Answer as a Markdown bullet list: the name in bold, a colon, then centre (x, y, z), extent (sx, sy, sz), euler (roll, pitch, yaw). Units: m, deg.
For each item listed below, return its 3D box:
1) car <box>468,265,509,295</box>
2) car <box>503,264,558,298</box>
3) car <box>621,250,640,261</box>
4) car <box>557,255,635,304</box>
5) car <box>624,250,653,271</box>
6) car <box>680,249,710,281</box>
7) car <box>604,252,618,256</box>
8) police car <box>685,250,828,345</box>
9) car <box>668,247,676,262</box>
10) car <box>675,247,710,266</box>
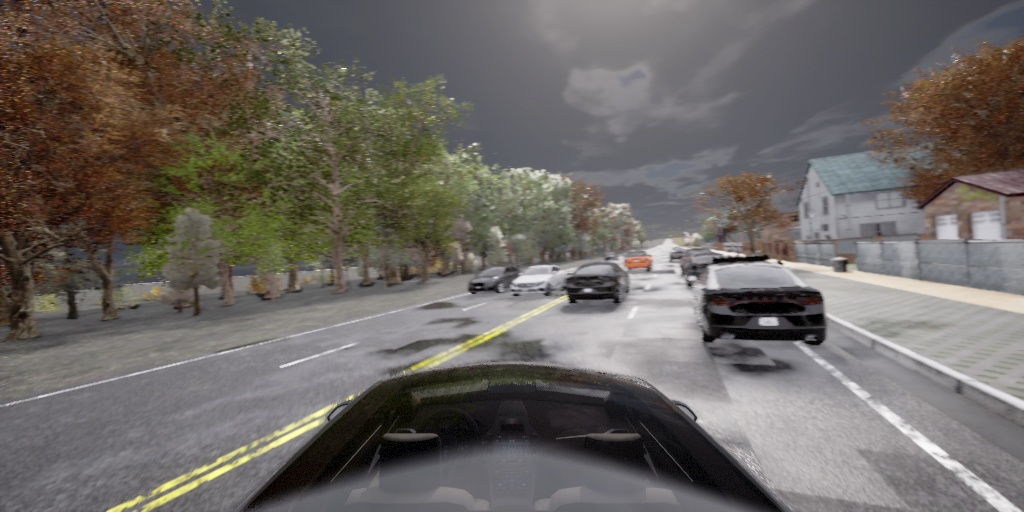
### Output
- **car**: centre (-0.806, 1.331, 21.079), extent (1.837, 1.490, 4.892), euler (-4, 0, 24)
- **car**: centre (1.524, 1.179, 18.359), extent (1.812, 1.442, 4.674), euler (-4, 0, 24)
- **car**: centre (18.645, -0.105, 56.270), extent (2.128, 1.511, 4.902), euler (-4, 0, 25)
- **car**: centre (3.638, 0.973, 14.688), extent (1.882, 1.535, 5.008), euler (-4, 0, 24)
- **car**: centre (10.818, 0.332, 30.669), extent (2.097, 1.767, 4.553), euler (-4, 0, 24)
- **car**: centre (9.311, 0.590, 17.260), extent (1.837, 1.490, 4.892), euler (-4, 0, 24)
- **car**: centre (16.405, 0.074, 59.174), extent (1.837, 1.490, 4.892), euler (-4, 0, 25)
- **police car**: centre (5.249, 0.797, 8.245), extent (1.930, 1.638, 5.238), euler (-4, 0, 24)
- **car**: centre (19.420, -0.159, 42.036), extent (2.128, 1.511, 4.902), euler (-4, 0, 25)
- **car**: centre (11.747, 0.260, 22.703), extent (2.097, 1.767, 4.553), euler (-4, 0, 24)
